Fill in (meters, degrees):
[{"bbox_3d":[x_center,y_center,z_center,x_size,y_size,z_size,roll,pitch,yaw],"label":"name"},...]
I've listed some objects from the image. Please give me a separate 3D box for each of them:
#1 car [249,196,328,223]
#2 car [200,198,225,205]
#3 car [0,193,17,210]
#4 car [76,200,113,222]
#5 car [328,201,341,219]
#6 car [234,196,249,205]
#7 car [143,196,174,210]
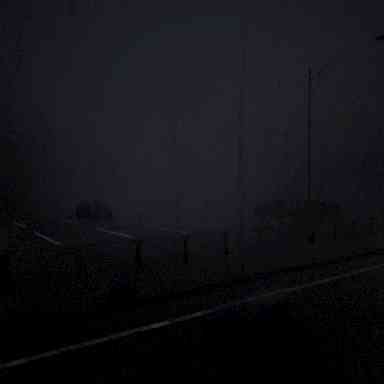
[{"bbox_3d":[7.008,1.326,24.762,2.152,1.636,5.027,0,0,-36],"label":"car"},{"bbox_3d":[3.566,1.652,58.647,1.895,1.301,4.718,0,0,-36],"label":"car"},{"bbox_3d":[-20.877,1.093,36.970,1.932,1.855,4.605,0,0,-36],"label":"car"},{"bbox_3d":[-7.088,1.315,24.046,1.845,1.501,3.633,0,0,-36],"label":"car"},{"bbox_3d":[9.520,1.336,26.641,2.007,1.523,4.514,0,0,-36],"label":"car"},{"bbox_3d":[9.332,1.482,56.724,1.882,1.535,5.008,0,0,-36],"label":"car"},{"bbox_3d":[-3.802,1.380,39.979,1.970,1.475,3.806,0,0,-36],"label":"car"}]
